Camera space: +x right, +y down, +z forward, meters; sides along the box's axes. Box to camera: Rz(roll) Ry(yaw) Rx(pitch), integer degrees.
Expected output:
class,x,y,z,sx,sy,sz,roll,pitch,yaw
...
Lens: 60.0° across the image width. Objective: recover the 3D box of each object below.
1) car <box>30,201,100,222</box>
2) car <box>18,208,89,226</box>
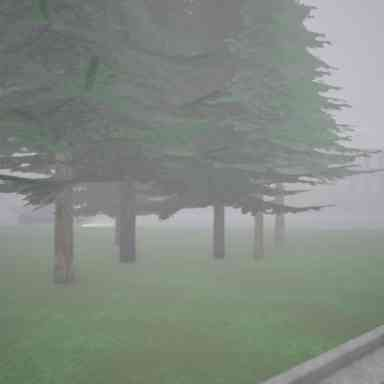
class,x,y,z,sx,sy,sz,roll,pitch,yaw
car,-10.048,1.526,26.475,4.892,1.490,1.837,0,0,3
car,-9.662,1.579,22.949,4.181,1.385,1.994,0,0,3
